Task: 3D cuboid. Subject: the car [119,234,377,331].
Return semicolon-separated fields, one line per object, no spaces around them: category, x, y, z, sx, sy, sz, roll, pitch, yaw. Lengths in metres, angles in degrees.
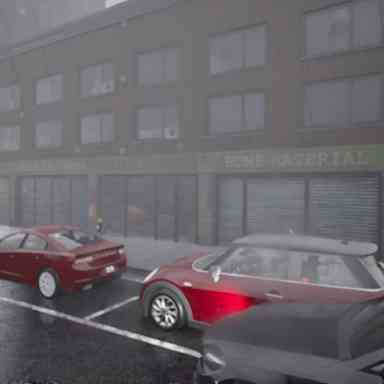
car;1.090;1.418;5.421;4.097;1.590;1.967;0;1;30

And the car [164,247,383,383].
car;2.246;1.520;2.609;4.674;1.442;1.812;0;0;30

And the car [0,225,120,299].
car;-3.668;1.496;8.190;4.507;1.381;1.887;0;1;30
